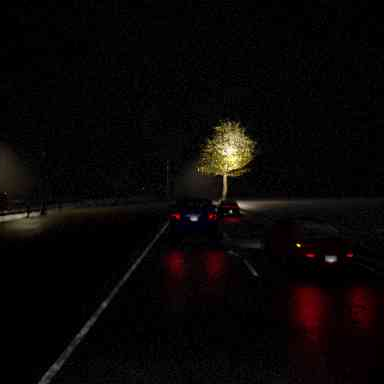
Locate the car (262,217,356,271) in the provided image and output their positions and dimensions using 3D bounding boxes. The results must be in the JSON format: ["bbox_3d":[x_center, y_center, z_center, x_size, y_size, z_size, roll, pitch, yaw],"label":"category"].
[{"bbox_3d":[3.588,1.539,10.860,1.812,1.442,4.674,0,0,0],"label":"car"}]

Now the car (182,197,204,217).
[{"bbox_3d":[0.092,1.394,32.952,2.097,1.767,4.553,0,0,0],"label":"car"}]

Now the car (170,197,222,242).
[{"bbox_3d":[0.092,1.242,16.703,2.150,2.045,5.566,0,0,0],"label":"car"}]

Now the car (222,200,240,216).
[{"bbox_3d":[3.593,1.547,33.253,1.837,1.490,4.892,0,0,0],"label":"car"}]
